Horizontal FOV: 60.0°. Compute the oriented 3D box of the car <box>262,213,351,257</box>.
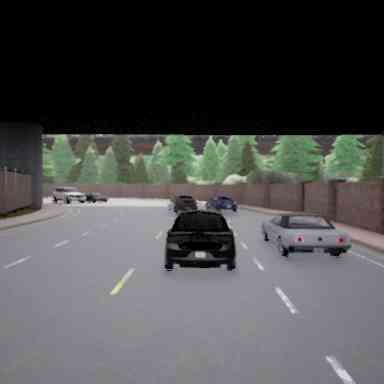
[{"bbox_3d":[3.791,1.395,11.996,1.895,1.301,4.718,0,1,1],"label":"car"}]

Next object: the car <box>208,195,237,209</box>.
[{"bbox_3d":[2.543,0.994,29.511,1.812,1.442,4.674,0,1,-12],"label":"car"}]

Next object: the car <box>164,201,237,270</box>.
[{"bbox_3d":[0.252,1.286,10.377,1.882,1.535,5.008,0,1,1],"label":"car"}]

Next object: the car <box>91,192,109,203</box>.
[{"bbox_3d":[-12.523,0.723,42.894,1.994,1.385,4.181,-1,1,-45],"label":"car"}]

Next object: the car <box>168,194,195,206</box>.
[{"bbox_3d":[-0.874,0.970,28.893,1.837,1.490,4.892,1,1,-12],"label":"car"}]

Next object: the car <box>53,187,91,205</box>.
[{"bbox_3d":[-15.104,0.407,40.780,5.566,2.045,2.150,2,1,45],"label":"car"}]
